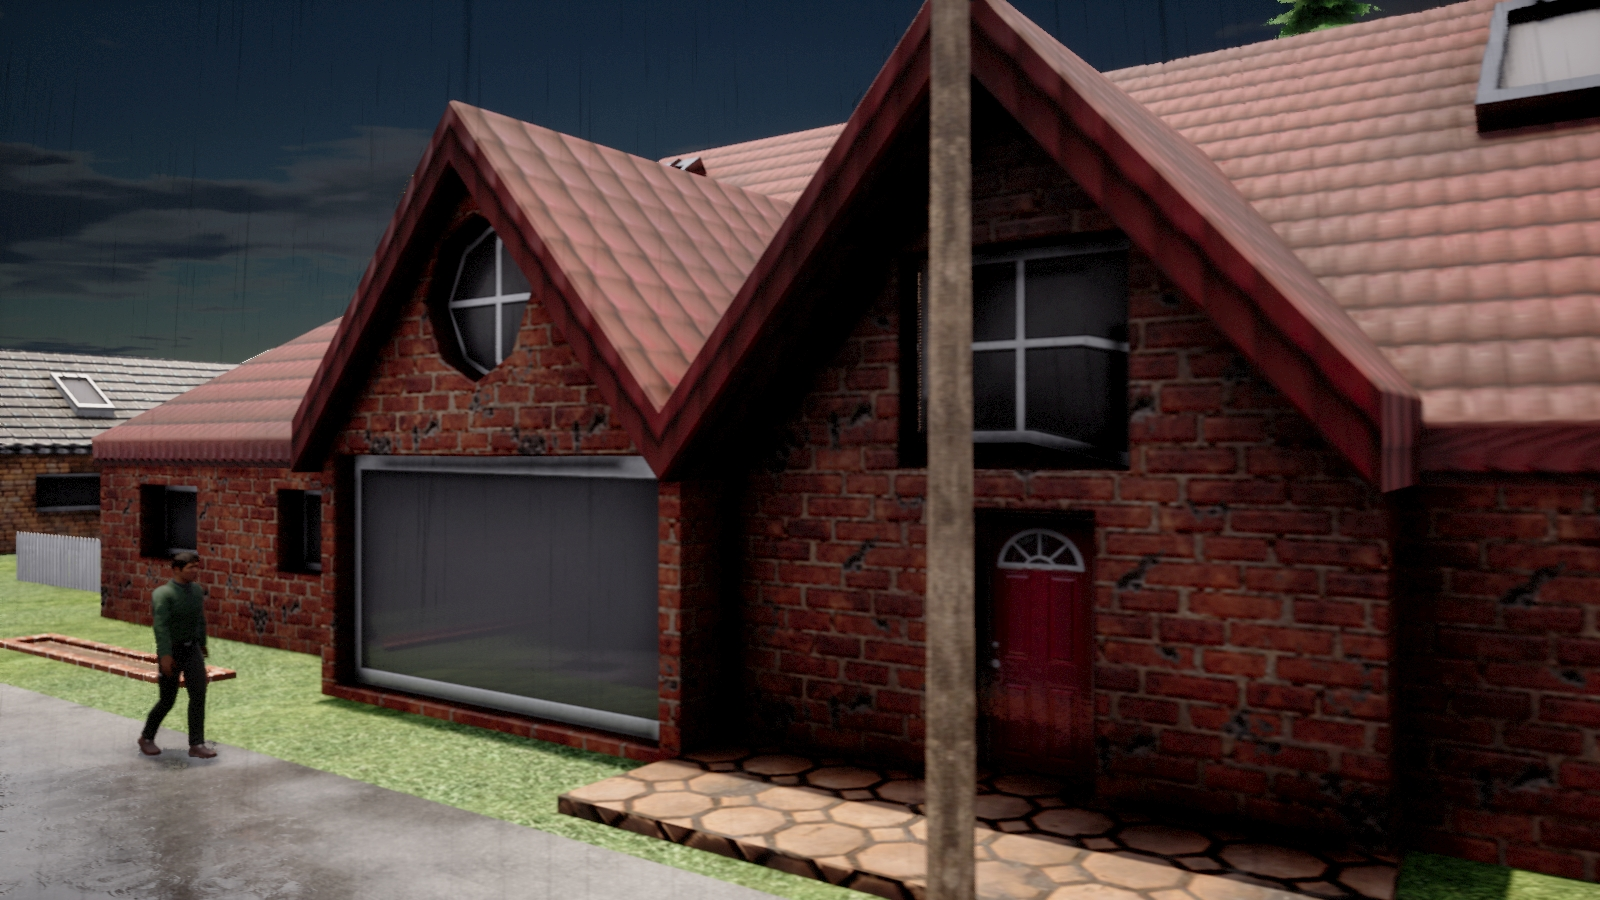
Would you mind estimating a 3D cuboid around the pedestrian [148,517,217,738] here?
[{"bbox_3d":[-5.413,1.531,10.021,0.375,1.860,0.375,0,0,22],"label":"pedestrian"}]
